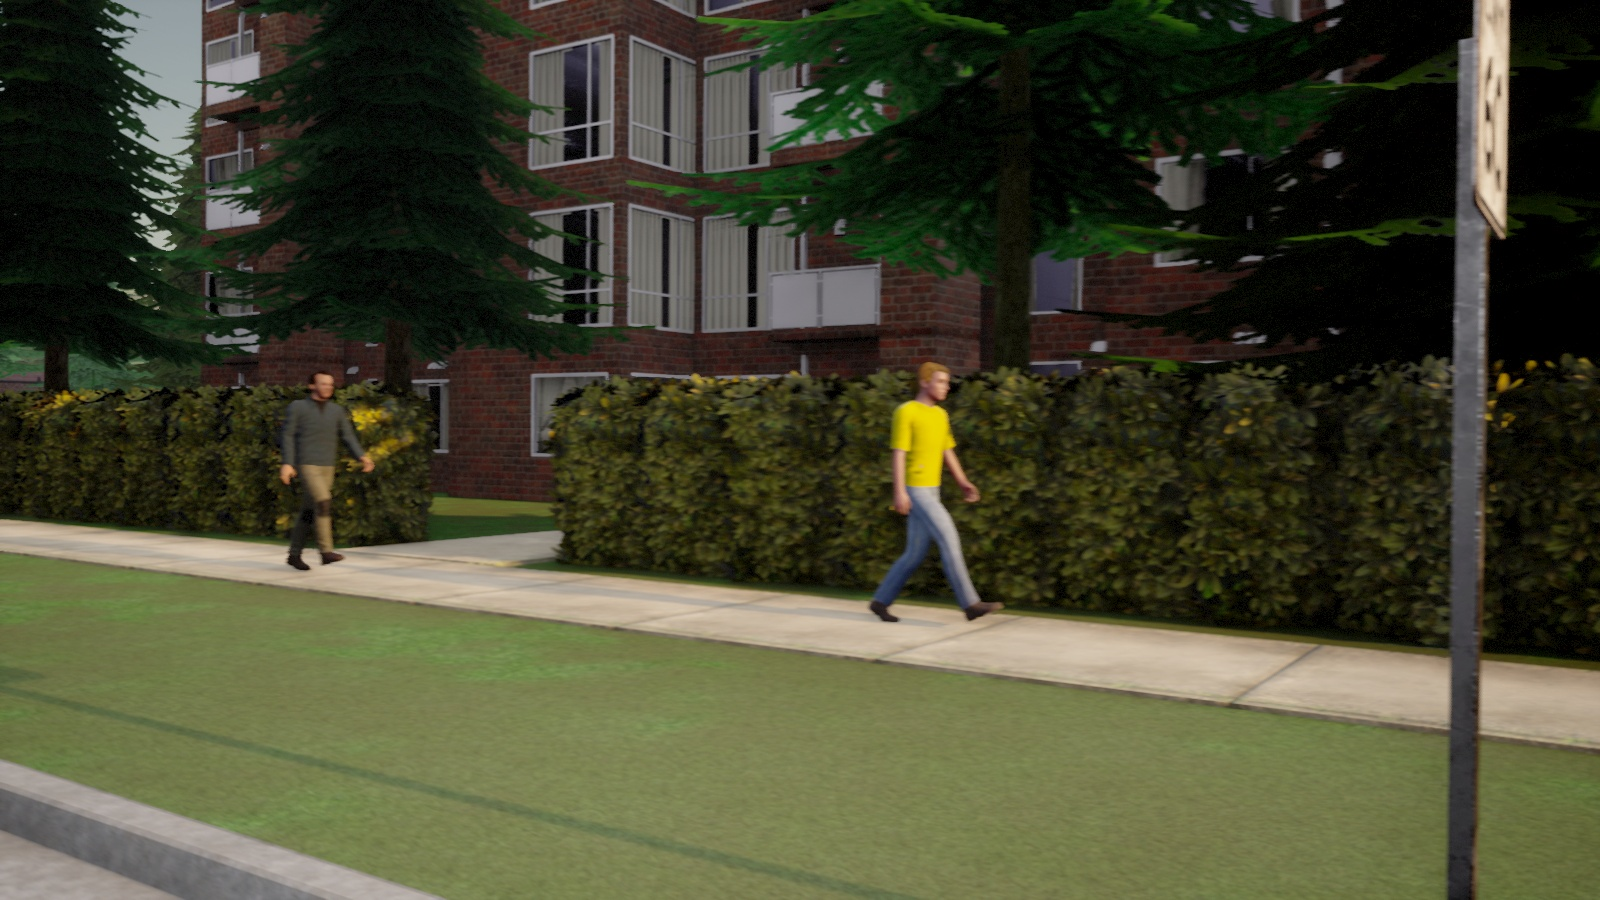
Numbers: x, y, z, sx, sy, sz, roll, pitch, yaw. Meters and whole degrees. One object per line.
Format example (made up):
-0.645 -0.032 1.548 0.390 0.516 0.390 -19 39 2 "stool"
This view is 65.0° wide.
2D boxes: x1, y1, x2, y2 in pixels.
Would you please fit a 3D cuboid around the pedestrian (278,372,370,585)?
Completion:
-4.268 0.245 11.262 0.726 1.842 0.402 0 1 34 "pedestrian"

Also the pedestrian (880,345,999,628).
0.940 0.236 8.479 0.706 1.836 0.354 0 1 34 "pedestrian"
